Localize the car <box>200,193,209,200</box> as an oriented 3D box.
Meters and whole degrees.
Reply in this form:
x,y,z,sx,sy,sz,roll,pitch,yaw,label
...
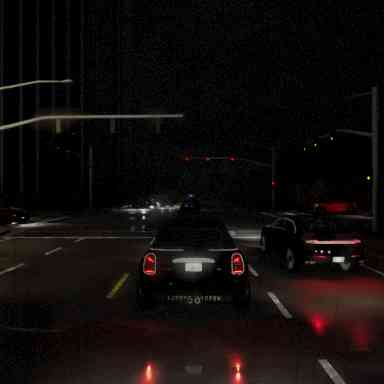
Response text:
x,y,z,sx,sy,sz,roll,pitch,yaw,label
3.331,1.216,87.535,2.097,1.767,4.553,0,0,0,car

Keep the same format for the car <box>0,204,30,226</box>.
x,y,z,sx,sy,sz,roll,pitch,yaw,label
-13.805,1.620,23.507,4.181,1.385,1.994,0,0,6,car

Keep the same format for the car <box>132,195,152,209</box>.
x,y,z,sx,sy,sz,roll,pitch,yaw,label
-7.183,1.526,46.515,1.812,1.442,4.674,0,0,0,car

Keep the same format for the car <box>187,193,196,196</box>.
x,y,z,sx,sy,sz,roll,pitch,yaw,label
-0.150,1.591,77.547,1.895,1.301,4.718,0,0,0,car

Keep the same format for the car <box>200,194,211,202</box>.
x,y,z,sx,sy,sz,roll,pitch,yaw,label
3.350,1.519,77.455,1.812,1.442,4.674,0,0,0,car

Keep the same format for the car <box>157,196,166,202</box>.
x,y,z,sx,sy,sz,roll,pitch,yaw,label
-7.152,1.572,78.424,1.895,1.301,4.718,0,0,0,car

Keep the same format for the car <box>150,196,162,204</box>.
x,y,z,sx,sy,sz,roll,pitch,yaw,label
-7.162,1.526,66.077,1.812,1.442,4.674,0,0,1,car

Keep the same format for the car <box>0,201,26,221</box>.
x,y,z,sx,sy,sz,roll,pitch,yaw,label
-16.627,1.533,27.416,5.008,1.535,1.882,0,0,-2,car

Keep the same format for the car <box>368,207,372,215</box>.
x,y,z,sx,sy,sz,roll,pitch,yaw,label
19.039,1.581,31.190,4.674,1.442,1.812,0,0,0,car

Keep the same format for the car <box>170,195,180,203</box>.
x,y,z,sx,sy,sz,roll,pitch,yaw,label
-3.636,1.500,70.550,1.837,1.490,4.892,0,0,0,car

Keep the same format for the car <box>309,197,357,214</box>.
x,y,z,sx,sy,sz,roll,pitch,yaw,label
14.604,1.407,34.764,4.553,1.767,2.097,0,0,2,car

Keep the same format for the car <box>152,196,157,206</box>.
x,y,z,sx,sy,sz,roll,pitch,yaw,label
-7.194,1.352,55.418,2.097,1.767,4.553,0,0,0,car

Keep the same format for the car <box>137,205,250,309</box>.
x,y,z,sx,sy,sz,roll,pitch,yaw,label
0.042,1.352,8.012,2.097,1.767,4.553,0,0,0,car

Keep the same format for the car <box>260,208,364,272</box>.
x,y,z,sx,sy,sz,roll,pitch,yaw,label
3.598,1.492,10.823,2.128,1.511,4.902,0,0,-3,car

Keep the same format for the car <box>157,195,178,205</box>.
x,y,z,sx,sy,sz,roll,pitch,yaw,label
-3.687,1.547,50.837,2.033,1.411,5.357,0,0,0,car

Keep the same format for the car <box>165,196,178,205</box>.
x,y,z,sx,sy,sz,roll,pitch,yaw,label
-3.688,1.491,60.339,2.128,1.511,4.902,0,0,0,car

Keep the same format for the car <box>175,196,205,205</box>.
x,y,z,sx,sy,sz,roll,pitch,yaw,label
-0.172,1.570,38.994,2.033,1.411,5.357,0,0,10,car
